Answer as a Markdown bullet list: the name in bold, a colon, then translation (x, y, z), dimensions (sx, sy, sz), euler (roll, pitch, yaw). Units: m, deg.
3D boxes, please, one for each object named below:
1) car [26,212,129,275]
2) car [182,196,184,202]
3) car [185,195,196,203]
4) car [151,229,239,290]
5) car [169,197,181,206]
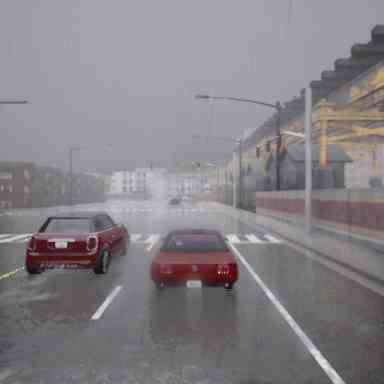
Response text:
- **car**: translation (-3.434, 1.432, 10.883), dimensions (2.097, 1.767, 4.553), euler (0, -1, 0)
- **car**: translation (-4.169, 2.179, 92.924), dimensions (1.837, 1.490, 4.892), euler (0, 0, -10)
- **car**: translation (-0.127, 2.223, 86.511), dimensions (1.895, 1.301, 4.718), euler (0, 0, -3)
- **car**: translation (0.063, 1.669, 9.228), dimensions (1.895, 1.301, 4.718), euler (0, 0, 0)
- **car**: translation (-3.480, 1.967, 66.988), dimensions (1.882, 1.535, 5.008), euler (0, 0, 0)
